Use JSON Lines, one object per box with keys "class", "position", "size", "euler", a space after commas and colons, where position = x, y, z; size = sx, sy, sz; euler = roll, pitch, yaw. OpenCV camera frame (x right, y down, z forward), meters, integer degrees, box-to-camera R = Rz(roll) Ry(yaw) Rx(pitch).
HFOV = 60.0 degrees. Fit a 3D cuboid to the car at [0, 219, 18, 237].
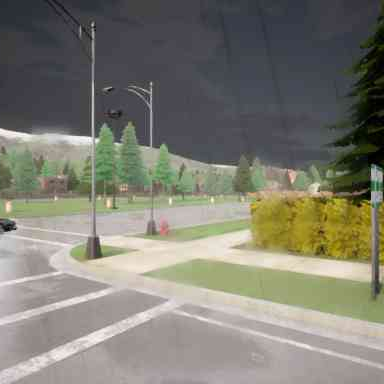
{"class": "car", "position": [-11.268, 1.547, 15.695], "size": [2.033, 1.411, 5.357], "euler": [0, 0, 36]}
